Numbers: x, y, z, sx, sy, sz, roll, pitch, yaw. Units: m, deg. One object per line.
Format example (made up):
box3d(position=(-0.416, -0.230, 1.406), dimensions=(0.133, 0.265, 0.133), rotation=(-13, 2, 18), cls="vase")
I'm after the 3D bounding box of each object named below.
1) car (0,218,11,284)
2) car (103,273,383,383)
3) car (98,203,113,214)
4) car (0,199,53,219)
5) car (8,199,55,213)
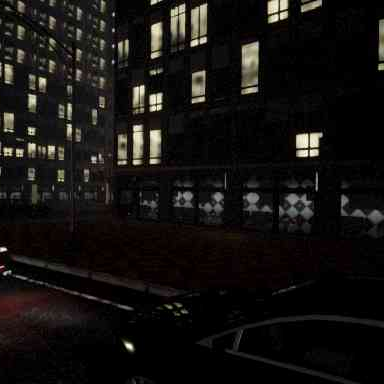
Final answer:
box3d(position=(-6.356, 1.487, 8.188), dimensions=(4.902, 1.511, 2.128), rotation=(0, 0, 36), cls="car")
box3d(position=(1.327, 1.491, 2.734), dimensions=(4.902, 1.511, 2.128), rotation=(0, 0, 35), cls="car")
box3d(position=(-8.870, 1.830, 39.768), dimensions=(1.752, 1.417, 4.829), rotation=(1, 0, 36), cls="car")
box3d(position=(-15.653, 1.519, 30.546), dimensions=(2.192, 1.841, 5.009), rotation=(1, 0, 36), cls="car")
box3d(position=(-19.166, 1.642, 39.915), dimensions=(1.752, 1.417, 4.829), rotation=(1, 0, 36), cls="car")
